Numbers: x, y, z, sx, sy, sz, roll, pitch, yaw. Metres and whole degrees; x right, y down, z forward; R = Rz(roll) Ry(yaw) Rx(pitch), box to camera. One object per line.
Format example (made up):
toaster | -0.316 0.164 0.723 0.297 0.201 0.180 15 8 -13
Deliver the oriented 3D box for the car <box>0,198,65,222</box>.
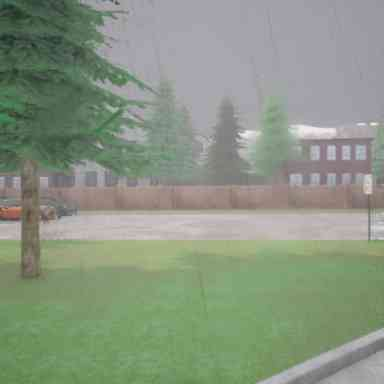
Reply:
car | -12.194 1.270 24.315 4.553 1.767 2.097 0 0 3

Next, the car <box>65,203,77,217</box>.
car | -12.061 1.242 27.813 4.553 1.767 2.097 0 0 3
